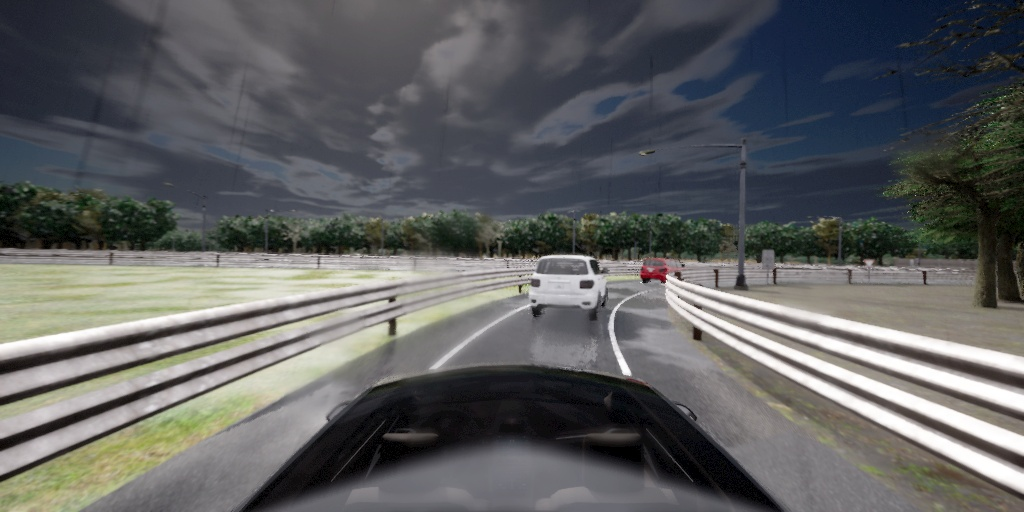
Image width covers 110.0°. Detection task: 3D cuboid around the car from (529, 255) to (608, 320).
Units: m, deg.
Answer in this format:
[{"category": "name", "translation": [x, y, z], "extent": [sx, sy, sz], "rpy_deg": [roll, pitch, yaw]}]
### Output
[{"category": "car", "translation": [2.243, 1.013, 13.205], "extent": [2.150, 2.045, 5.566], "rpy_deg": [0, 0, 18]}]

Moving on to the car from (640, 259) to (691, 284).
[{"category": "car", "translation": [12.477, 1.250, 29.081], "extent": [5.566, 2.045, 2.150], "rpy_deg": [1, 0, -44]}]
